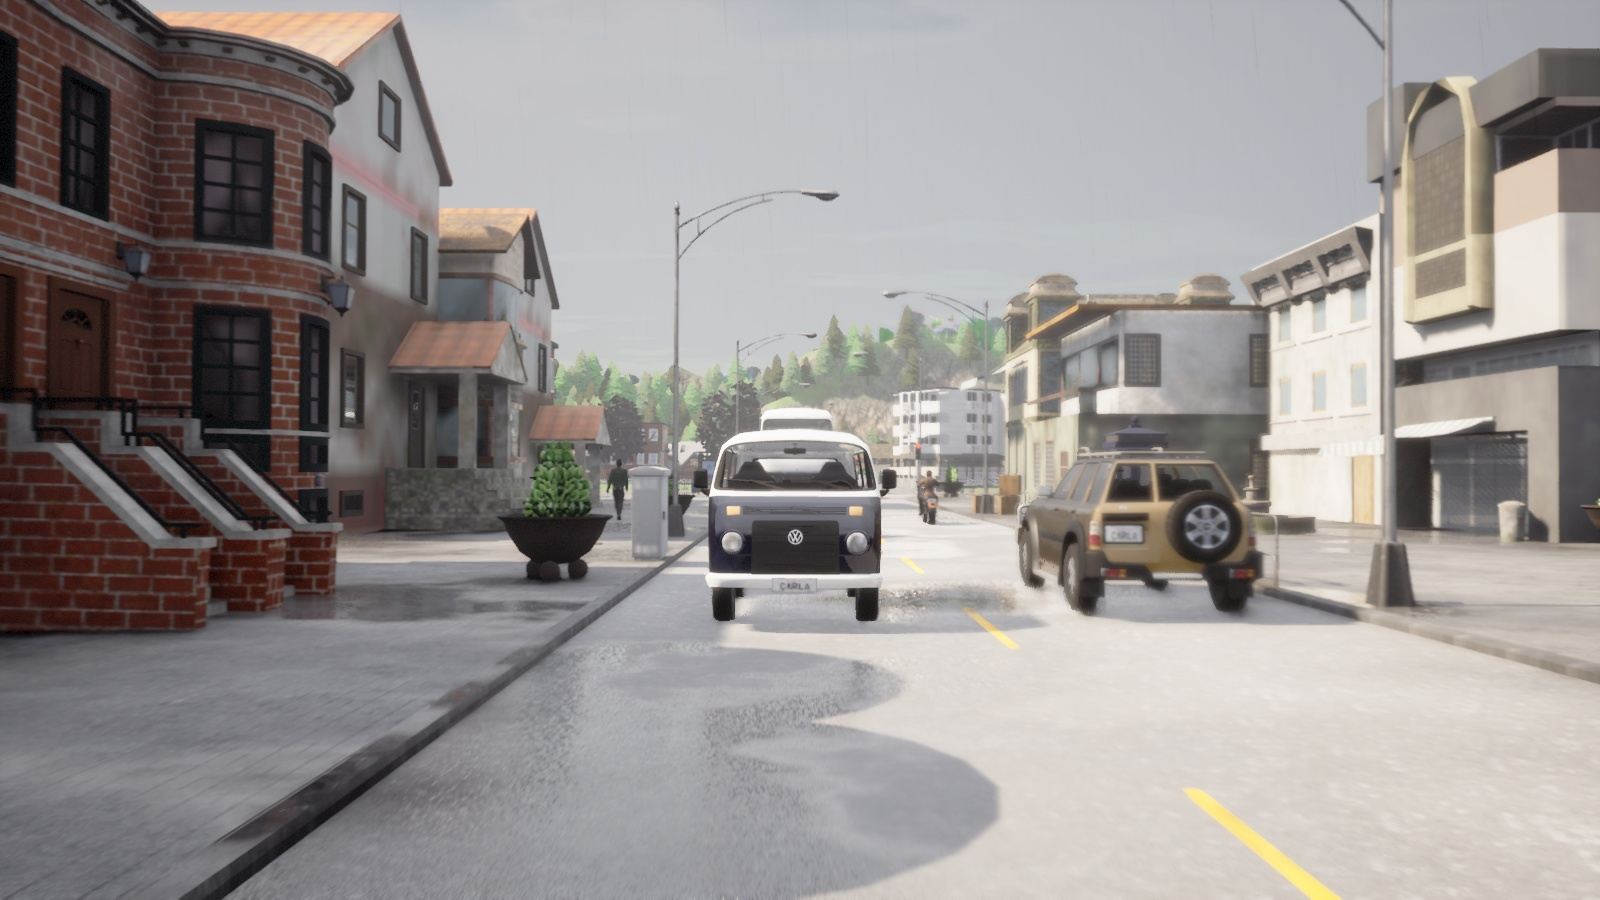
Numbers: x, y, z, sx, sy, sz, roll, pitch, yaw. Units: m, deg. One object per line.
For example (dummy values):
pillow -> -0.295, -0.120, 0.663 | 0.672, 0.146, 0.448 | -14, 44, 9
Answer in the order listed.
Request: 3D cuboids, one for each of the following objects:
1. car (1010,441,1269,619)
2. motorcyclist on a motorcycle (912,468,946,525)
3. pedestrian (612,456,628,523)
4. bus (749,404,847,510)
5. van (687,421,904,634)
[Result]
car -> 3.948, 0.875, 15.490 | 1.932, 1.855, 4.605 | 0, -1, 0
motorcyclist on a motorcycle -> 3.871, 1.384, 37.889 | 0.766, 1.649, 2.350 | 0, -1, 0
pedestrian -> -5.325, 1.166, 37.101 | 0.423, 1.949, 0.788 | 0, -1, -6
bus -> -0.187, 0.368, 55.460 | 3.944, 4.253, 10.273 | 0, -1, -1
van -> -0.048, 0.777, 14.275 | 2.069, 2.038, 4.480 | 0, -1, 0
